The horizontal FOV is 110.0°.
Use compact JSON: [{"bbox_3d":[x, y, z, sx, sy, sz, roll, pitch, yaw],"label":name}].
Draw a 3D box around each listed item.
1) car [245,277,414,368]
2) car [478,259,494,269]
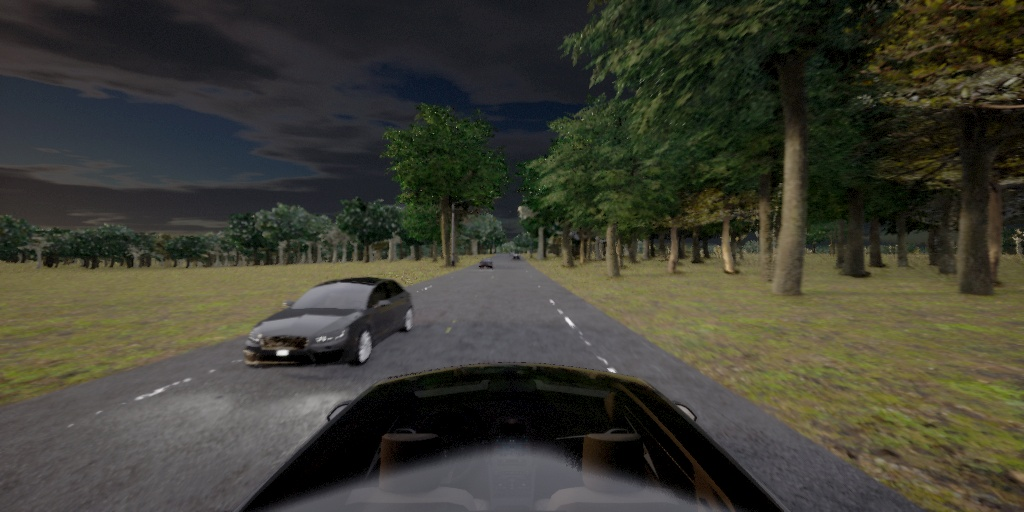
[{"bbox_3d":[-3.595,1.269,8.055,1.837,1.490,4.892,0,0,0],"label":"car"},{"bbox_3d":[-3.516,1.053,49.807,2.033,1.411,5.357,0,1,1],"label":"car"}]
